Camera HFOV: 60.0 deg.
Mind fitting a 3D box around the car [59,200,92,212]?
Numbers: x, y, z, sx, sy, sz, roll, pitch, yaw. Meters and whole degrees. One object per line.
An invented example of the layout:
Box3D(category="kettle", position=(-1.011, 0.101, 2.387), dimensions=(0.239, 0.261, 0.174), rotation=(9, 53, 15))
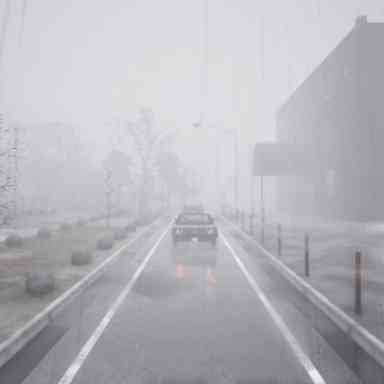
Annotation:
Box3D(category="car", position=(-17.672, 2.038, 50.429), dimensions=(2.097, 1.767, 4.553), rotation=(-2, -3, 44))

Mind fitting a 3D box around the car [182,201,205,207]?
Box3D(category="car", position=(0.125, 1.555, 29.946), dimensions=(1.882, 1.535, 5.008), rotation=(0, -1, 1))

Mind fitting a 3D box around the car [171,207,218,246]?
Box3D(category="car", position=(0.105, 1.577, 15.251), dimensions=(1.895, 1.301, 4.718), rotation=(0, 0, 0))
